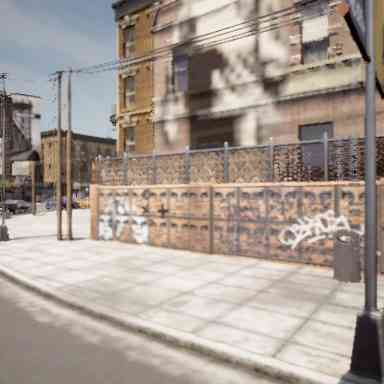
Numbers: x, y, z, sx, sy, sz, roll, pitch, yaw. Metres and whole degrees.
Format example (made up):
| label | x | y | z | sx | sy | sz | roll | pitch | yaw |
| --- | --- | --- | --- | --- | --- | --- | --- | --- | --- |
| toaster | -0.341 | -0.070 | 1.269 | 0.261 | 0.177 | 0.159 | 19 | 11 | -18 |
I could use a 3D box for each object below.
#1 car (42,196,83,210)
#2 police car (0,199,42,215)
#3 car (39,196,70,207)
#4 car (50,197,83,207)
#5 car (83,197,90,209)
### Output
| label | x | y | z | sx | sy | sz | roll | pitch | yaw |
| --- | --- | --- | --- | --- | --- | --- | --- | --- | --- |
| car | -17.197 | 1.479 | 44.324 | 2.097 | 1.767 | 4.553 | 0 | 0 | 21 |
| police car | -19.093 | 1.543 | 36.450 | 1.930 | 1.638 | 5.238 | 0 | 0 | 6 |
| car | -23.419 | 1.519 | 56.835 | 2.097 | 1.767 | 4.553 | 0 | 0 | 33 |
| car | -20.616 | 1.633 | 54.796 | 1.882 | 1.535 | 5.008 | 0 | 0 | 33 |
| car | -14.908 | 1.586 | 48.962 | 1.801 | 1.575 | 5.366 | 0 | 0 | 31 |
